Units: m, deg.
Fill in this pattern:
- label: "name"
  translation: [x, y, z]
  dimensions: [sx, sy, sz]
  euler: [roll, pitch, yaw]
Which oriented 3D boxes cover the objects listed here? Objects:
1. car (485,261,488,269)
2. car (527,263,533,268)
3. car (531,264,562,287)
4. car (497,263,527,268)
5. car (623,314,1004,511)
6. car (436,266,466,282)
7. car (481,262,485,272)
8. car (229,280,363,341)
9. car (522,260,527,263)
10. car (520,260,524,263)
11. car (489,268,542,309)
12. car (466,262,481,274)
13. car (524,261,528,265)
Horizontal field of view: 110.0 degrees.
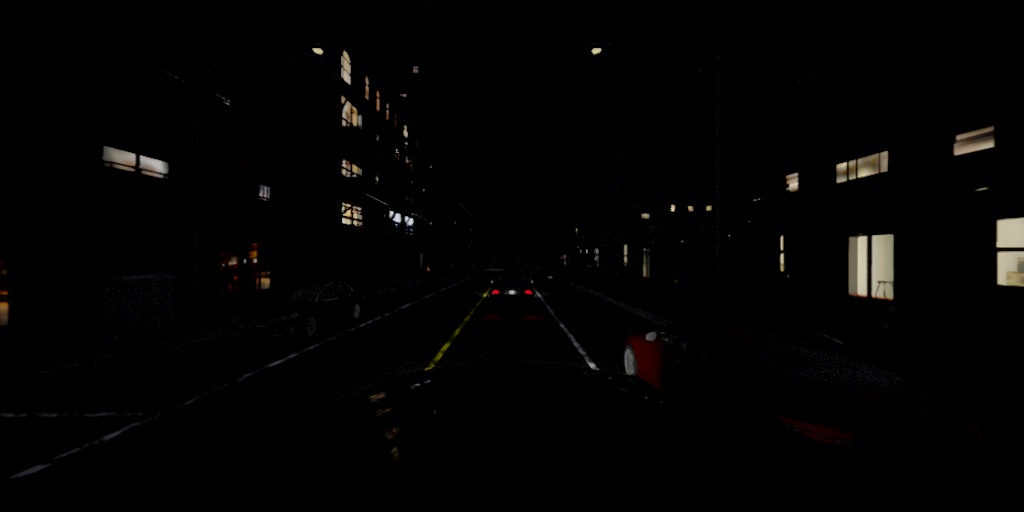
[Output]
- label: "car"
  translation: [-5.685, 1.738, 61.148]
  dimensions: [1.967, 1.591, 4.097]
  euler: [0, 0, 0]
- label: "car"
  translation: [2.693, 1.586, 32.732]
  dimensions: [2.007, 1.370, 4.403]
  euler: [0, 0, 0]
- label: "car"
  translation: [2.692, 1.549, 27.054]
  dimensions: [1.948, 1.339, 4.313]
  euler: [0, 0, 0]
- label: "car"
  translation: [0.012, 1.585, 31.090]
  dimensions: [1.994, 1.385, 4.181]
  euler: [0, -1, 0]
- label: "car"
  translation: [2.690, 1.356, 4.346]
  dimensions: [1.802, 1.307, 4.207]
  euler: [0, 0, 0]
- label: "car"
  translation: [-5.689, 1.602, 32.761]
  dimensions: [1.948, 1.339, 4.313]
  euler: [0, 0, 0]
- label: "car"
  translation: [-5.685, 1.812, 55.471]
  dimensions: [1.948, 1.339, 4.313]
  euler: [0, 0, 0]
- label: "car"
  translation: [-5.691, 1.377, 10.052]
  dimensions: [2.007, 1.370, 4.403]
  euler: [0, 0, 0]
- label: "car"
  translation: [2.695, 1.719, 49.933]
  dimensions: [1.751, 1.417, 4.829]
  euler: [0, 0, 0]
- label: "car"
  translation: [2.696, 1.864, 61.118]
  dimensions: [1.948, 1.339, 4.313]
  euler: [0, 0, 0]
- label: "car"
  translation: [0.003, 1.427, 15.827]
  dimensions: [2.033, 1.411, 5.357]
  euler: [0, 0, 0]
- label: "car"
  translation: [-5.686, 1.775, 49.793]
  dimensions: [1.802, 1.307, 4.207]
  euler: [0, 0, 0]
- label: "car"
  translation: [2.694, 1.686, 44.086]
  dimensions: [1.888, 1.381, 4.507]
  euler: [0, 0, 0]
